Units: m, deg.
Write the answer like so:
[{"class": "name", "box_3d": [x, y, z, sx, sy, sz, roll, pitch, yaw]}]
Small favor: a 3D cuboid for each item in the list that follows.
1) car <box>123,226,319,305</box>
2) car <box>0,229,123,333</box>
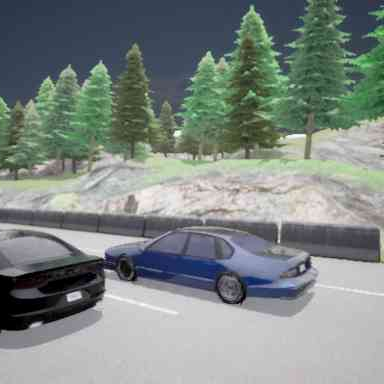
[{"class": "car", "box_3d": [0.183, 1.571, 8.132, 5.357, 1.411, 2.033, 0, 0, 35]}, {"class": "car", "box_3d": [-3.889, 1.502, 6.733, 5.008, 1.535, 1.882, 0, 0, 35]}]
